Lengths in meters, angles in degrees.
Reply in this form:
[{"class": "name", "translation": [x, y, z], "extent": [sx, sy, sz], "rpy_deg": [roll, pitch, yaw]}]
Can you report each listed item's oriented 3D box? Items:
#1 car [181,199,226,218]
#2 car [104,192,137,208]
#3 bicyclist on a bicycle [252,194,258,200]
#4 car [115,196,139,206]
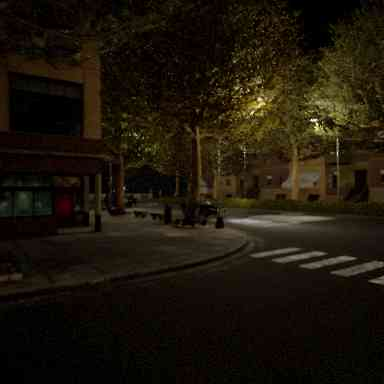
[{"class": "car", "translation": [0.941, 1.350, 28.694], "extent": [2.128, 1.511, 4.902], "rpy_deg": [-1, 0, -35]}, {"class": "car", "translation": [-9.900, 1.059, 44.511], "extent": [2.150, 2.045, 5.566], "rpy_deg": [-1, 0, -35]}, {"class": "bicyclist on a bicycle", "translation": [7.424, 1.067, 39.491], "extent": [1.656, 1.620, 0.582], "rpy_deg": [-1, 1, -35]}, {"class": "car", "translation": [-10.018, 1.328, 50.853], "extent": [1.837, 1.490, 4.892], "rpy_deg": [-1, 0, -34]}]
